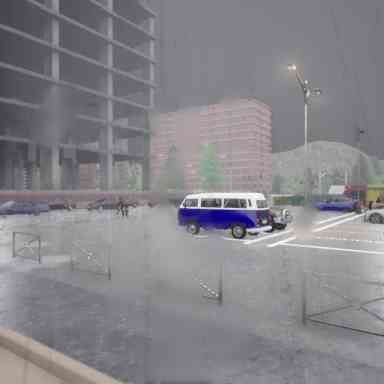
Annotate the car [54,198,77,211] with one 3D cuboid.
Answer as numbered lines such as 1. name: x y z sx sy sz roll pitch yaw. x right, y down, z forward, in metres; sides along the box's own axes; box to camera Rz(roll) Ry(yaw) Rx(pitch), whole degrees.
1. car: -15.297 1.436 37.159 2.128 1.511 4.902 0 0 35

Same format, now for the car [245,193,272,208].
1. car: 11.046 1.436 56.138 2.128 1.511 4.902 0 0 35

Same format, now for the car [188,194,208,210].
1. car: 1.899 1.447 49.061 1.837 1.490 4.892 0 0 35

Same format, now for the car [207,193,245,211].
1. car: 4.944 1.166 47.411 2.150 2.045 5.566 0 0 36

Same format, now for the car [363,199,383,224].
1. car: 13.270 1.395 21.463 3.806 1.475 1.970 0 0 36

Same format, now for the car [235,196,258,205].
1. car: 10.018 1.436 60.591 2.128 1.511 4.902 0 0 35

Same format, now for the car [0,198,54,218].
1. car: -15.837 1.492 30.320 2.033 1.411 5.357 0 0 35

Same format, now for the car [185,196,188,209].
1. car: -3.250 1.166 54.168 2.150 2.045 5.566 0 0 35

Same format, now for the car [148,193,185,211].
1. car: -3.841 1.166 47.305 2.150 2.045 5.566 0 0 35

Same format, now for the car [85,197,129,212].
1. car: -10.015 1.449 38.577 1.837 1.490 4.892 0 0 35

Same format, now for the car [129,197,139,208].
1. car: -9.376 1.436 45.547 2.128 1.511 4.902 0 0 35

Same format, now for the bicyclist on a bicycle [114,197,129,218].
1. bicyclist on a bicycle: -5.482 1.248 25.945 1.656 1.620 0.582 0 0 35
